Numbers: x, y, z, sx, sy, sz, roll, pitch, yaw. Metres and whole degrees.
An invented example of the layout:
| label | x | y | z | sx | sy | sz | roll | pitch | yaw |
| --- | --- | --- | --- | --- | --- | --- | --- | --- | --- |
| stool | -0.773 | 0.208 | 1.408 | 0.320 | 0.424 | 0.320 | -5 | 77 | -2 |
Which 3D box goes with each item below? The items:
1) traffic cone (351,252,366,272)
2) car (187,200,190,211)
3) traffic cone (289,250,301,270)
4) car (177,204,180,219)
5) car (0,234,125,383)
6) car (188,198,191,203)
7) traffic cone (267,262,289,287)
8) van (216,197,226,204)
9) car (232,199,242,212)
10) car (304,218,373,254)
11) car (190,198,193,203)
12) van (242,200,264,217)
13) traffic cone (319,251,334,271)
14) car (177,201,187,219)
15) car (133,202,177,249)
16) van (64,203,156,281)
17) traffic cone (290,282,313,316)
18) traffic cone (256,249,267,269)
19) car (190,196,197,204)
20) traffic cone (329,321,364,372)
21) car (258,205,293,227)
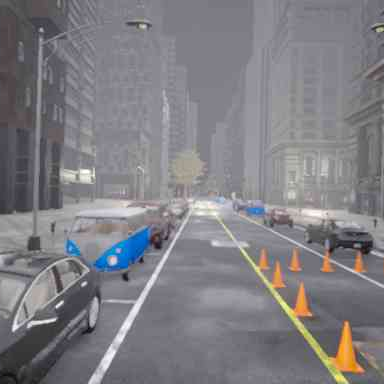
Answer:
| label | x | y | z | sx | sy | sz | roll | pitch | yaw |
| --- | --- | --- | --- | --- | --- | --- | --- | --- | --- |
| traffic cone | 5.238 | 2.183 | 10.431 | 0.340 | 0.580 | 0.340 | 1 | 0 | 1 |
| car | -1.585 | 1.826 | 37.267 | 1.887 | 1.381 | 4.507 | 2 | 0 | 1 |
| traffic cone | 3.239 | 2.131 | 10.481 | 0.340 | 0.580 | 0.340 | 1 | 0 | 1 |
| car | -1.992 | 1.672 | 20.697 | 1.887 | 1.381 | 4.507 | 2 | 0 | 1 |
| car | -2.400 | 1.525 | 4.126 | 2.008 | 1.369 | 4.403 | 2 | 0 | 1 |
| car | -1.450 | 1.878 | 42.791 | 1.887 | 1.381 | 4.507 | 2 | 0 | 1 |
| traffic cone | 2.190 | 2.087 | 8.507 | 0.340 | 0.580 | 0.340 | 2 | 0 | 1 |
| van | 8.305 | 2.376 | 91.578 | 1.690 | 1.788 | 3.998 | 2 | -1 | 1 |
| car | 7.235 | 2.151 | 48.082 | 1.887 | 1.381 | 4.507 | 2 | -1 | 1 |
| car | 6.408 | 1.848 | 14.944 | 2.008 | 1.369 | 4.403 | 2 | 0 | 1 |
| car | -1.314 | 1.930 | 48.314 | 1.887 | 1.381 | 4.507 | 2 | 0 | 1 |
| van | 6.966 | 1.844 | 37.038 | 1.690 | 1.788 | 3.998 | 2 | 0 | 1 |
| traffic cone | 4.238 | 2.157 | 10.456 | 0.340 | 0.580 | 0.340 | 1 | 0 | 1 |
| car | -1.725 | 1.754 | 31.574 | 1.752 | 1.417 | 4.829 | 2 | 0 | 1 |
| car | -2.121 | 1.391 | 15.175 | 2.192 | 1.841 | 5.009 | 2 | 0 | 1 |
| van | -2.258 | 1.366 | 9.651 | 1.690 | 1.788 | 3.998 | 2 | 0 | 1 |
| traffic cone | 2.140 | 2.068 | 6.507 | 0.340 | 0.580 | 0.340 | 1 | 0 | 1 |
| traffic cone | 2.240 | 2.105 | 10.506 | 0.340 | 0.580 | 0.340 | 2 | 0 | 1 |
| car | -0.364 | 2.284 | 86.224 | 1.752 | 1.417 | 4.829 | 2 | -1 | 1 |
| traffic cone | 2.091 | 2.050 | 4.508 | 0.340 | 0.580 | 0.340 | 1 | 0 | 1 |
| car | 6.683 | 1.982 | 25.990 | 1.802 | 1.307 | 4.206 | 2 | 0 | 1 |
